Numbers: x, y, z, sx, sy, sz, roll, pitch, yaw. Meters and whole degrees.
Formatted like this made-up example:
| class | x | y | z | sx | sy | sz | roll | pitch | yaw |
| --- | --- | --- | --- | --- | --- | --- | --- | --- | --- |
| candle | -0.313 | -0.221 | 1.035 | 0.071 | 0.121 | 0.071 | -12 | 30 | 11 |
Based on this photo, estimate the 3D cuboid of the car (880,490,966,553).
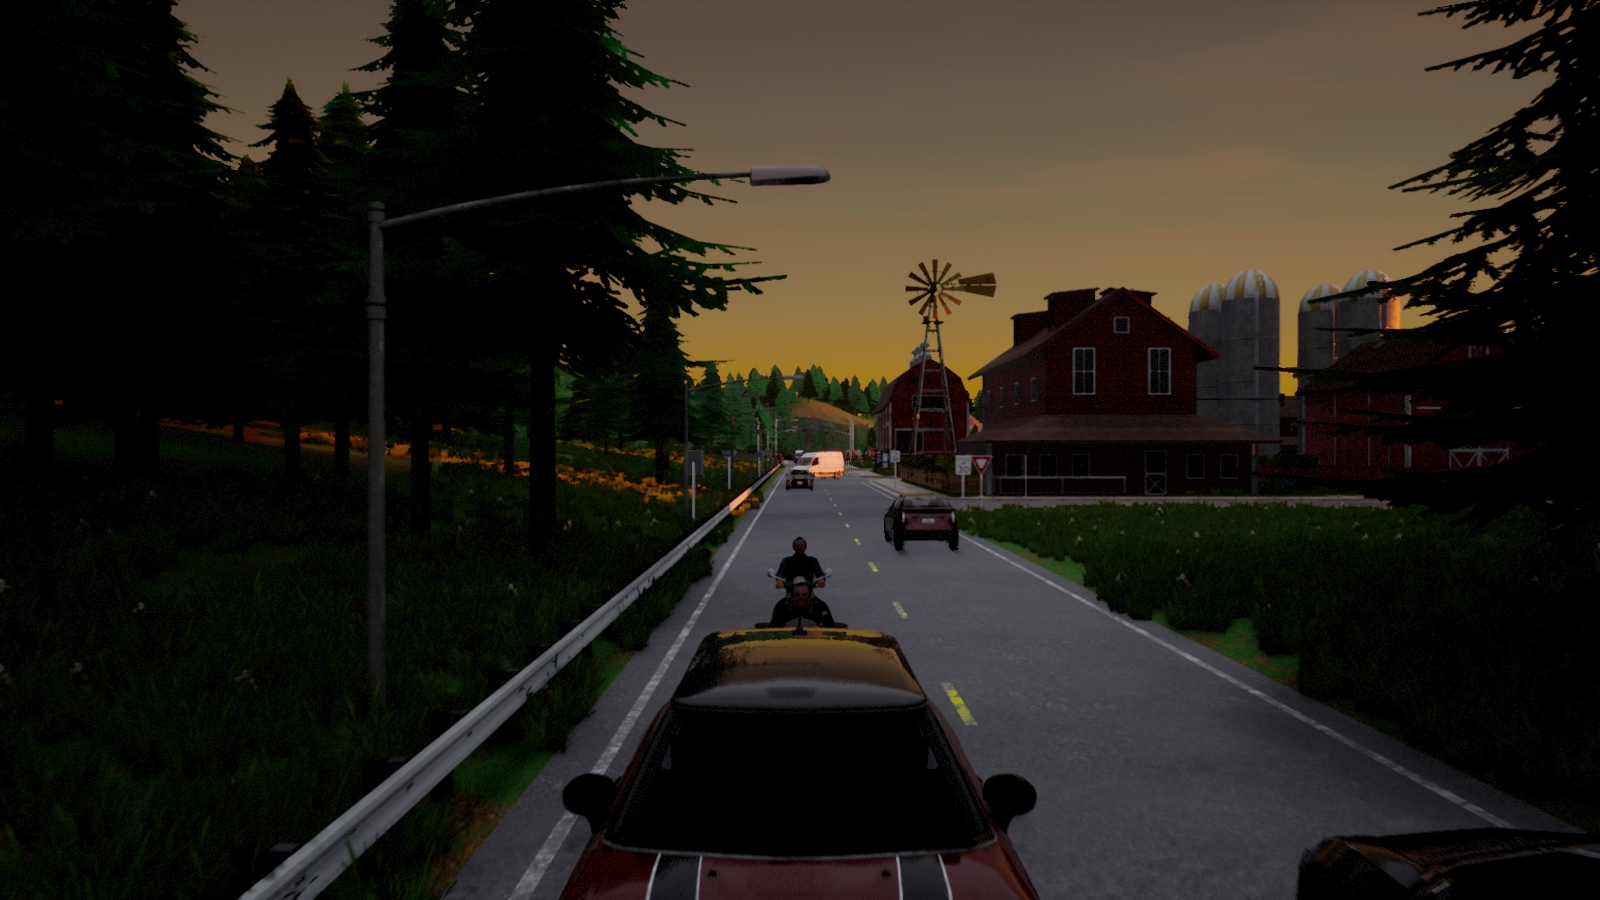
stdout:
| class | x | y | z | sx | sy | sz | roll | pitch | yaw |
| --- | --- | --- | --- | --- | --- | --- | --- | --- | --- |
| car | 3.486 | 2.015 | 33.199 | 2.007 | 1.525 | 4.514 | 0 | 0 | 0 |

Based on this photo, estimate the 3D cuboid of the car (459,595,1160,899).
| class | x | y | z | sx | sy | sz | roll | pitch | yaw |
| --- | --- | --- | --- | --- | --- | --- | --- | --- | --- |
| car | 0.028 | 1.900 | 5.699 | 2.097 | 1.767 | 4.553 | 0 | 0 | 0 |

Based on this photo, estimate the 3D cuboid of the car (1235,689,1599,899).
| class | x | y | z | sx | sy | sz | roll | pitch | yaw |
| --- | --- | --- | --- | --- | --- | --- | --- | --- | --- |
| car | 3.474 | 2.059 | 3.864 | 2.163 | 1.488 | 4.792 | 0 | 0 | 0 |

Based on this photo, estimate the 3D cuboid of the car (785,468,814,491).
| class | x | y | z | sx | sy | sz | roll | pitch | yaw |
| --- | --- | --- | --- | --- | --- | --- | --- | --- | --- |
| car | -0.027 | 2.008 | 77.737 | 1.970 | 1.475 | 3.806 | 0 | 0 | 0 |

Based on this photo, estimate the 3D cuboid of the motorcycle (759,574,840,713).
| class | x | y | z | sx | sy | sz | roll | pitch | yaw |
| --- | --- | --- | --- | --- | --- | --- | --- | --- | --- |
| motorcycle | -0.004 | 2.194 | 13.350 | 0.867 | 1.251 | 2.209 | 0 | 0 | 0 |
